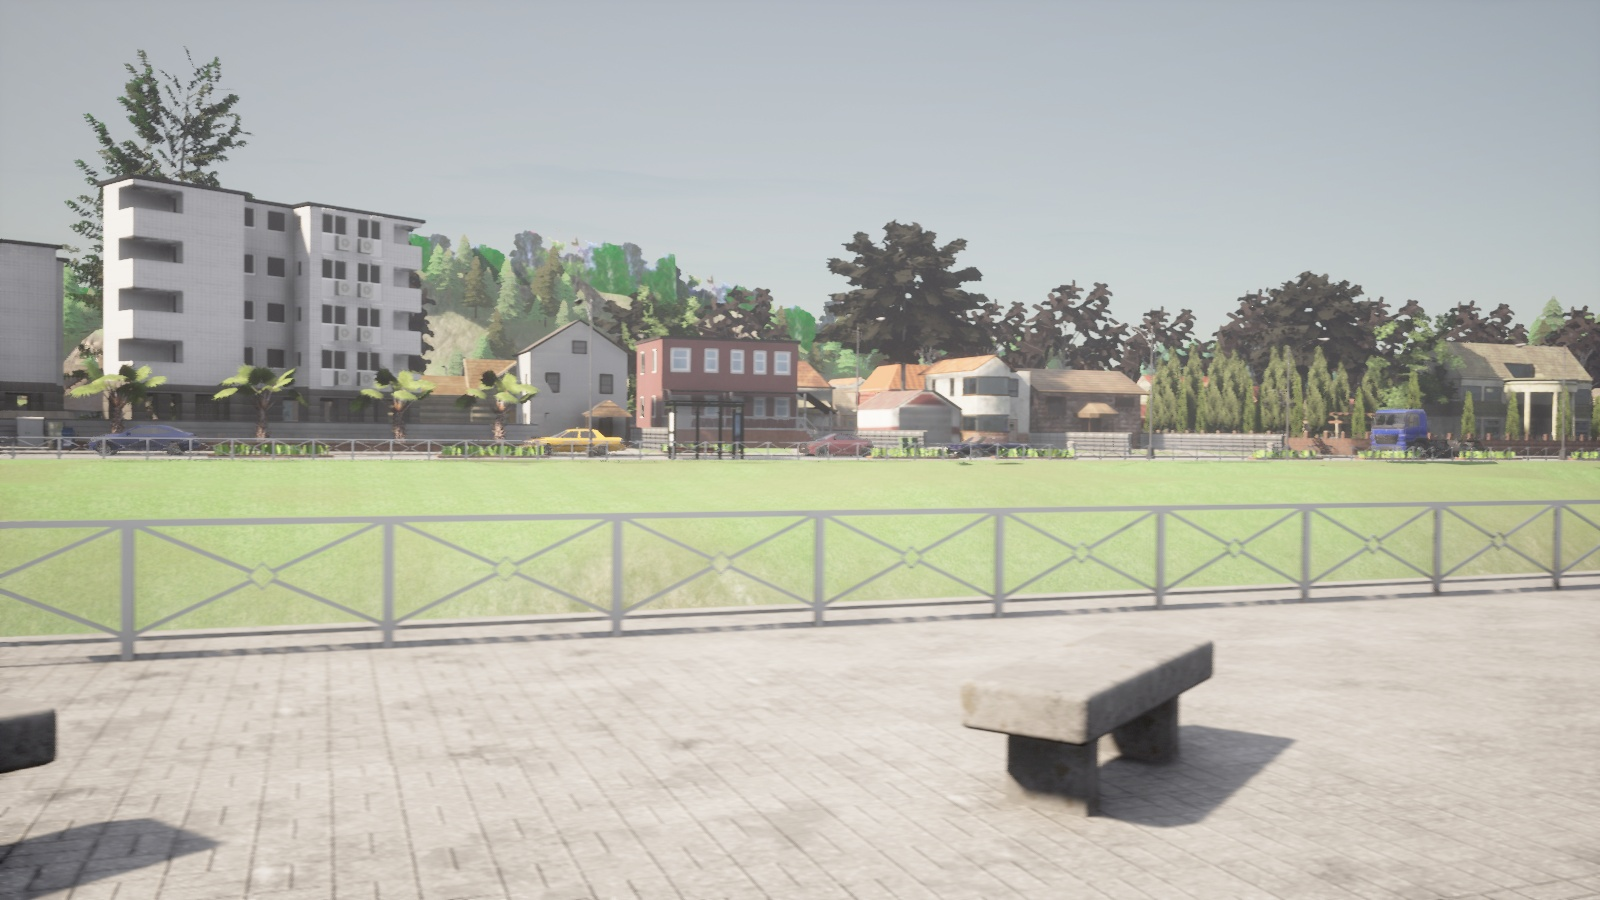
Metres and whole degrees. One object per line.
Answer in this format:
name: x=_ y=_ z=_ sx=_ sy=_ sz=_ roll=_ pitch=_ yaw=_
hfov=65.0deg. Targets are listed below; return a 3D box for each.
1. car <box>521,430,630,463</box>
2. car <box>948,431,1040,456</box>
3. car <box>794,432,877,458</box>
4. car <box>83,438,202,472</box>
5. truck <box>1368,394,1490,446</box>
car: x=-11.680 y=-0.200 z=65.344 sx=5.366 sy=1.575 sz=1.801 roll=-1 pitch=1 yaw=-21
car: x=10.734 y=-0.350 z=69.572 sx=4.718 sy=1.301 sz=1.895 roll=-1 pitch=1 yaw=-21
car: x=1.998 y=-0.307 z=70.535 sx=4.181 sy=1.385 sz=1.994 roll=-1 pitch=1 yaw=-21
car: x=-30.406 y=0.205 z=58.241 sx=4.674 sy=1.442 sz=1.812 roll=-1 pitch=1 yaw=-21
truck: x=43.165 y=-2.052 z=86.141 sx=7.936 sy=3.462 sz=2.891 roll=-1 pitch=1 yaw=-21
